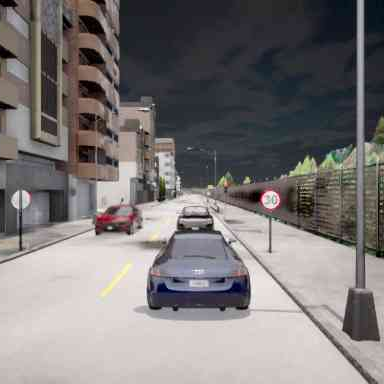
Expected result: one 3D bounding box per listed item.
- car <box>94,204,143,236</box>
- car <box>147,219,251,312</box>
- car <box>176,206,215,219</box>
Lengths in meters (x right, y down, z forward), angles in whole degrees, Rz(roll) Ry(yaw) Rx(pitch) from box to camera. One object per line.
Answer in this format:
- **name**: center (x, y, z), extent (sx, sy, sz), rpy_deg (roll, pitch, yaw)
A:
- **car**: center (-3.982, 1.477, 18.729), extent (1.882, 1.535, 5.008), rpy_deg (0, 0, 1)
- **car**: center (0.131, 1.564, 7.819), extent (1.994, 1.385, 4.181), rpy_deg (0, 0, 0)
- **car**: center (0.185, 1.492, 17.734), extent (2.128, 1.511, 4.902), rpy_deg (0, 0, 1)
